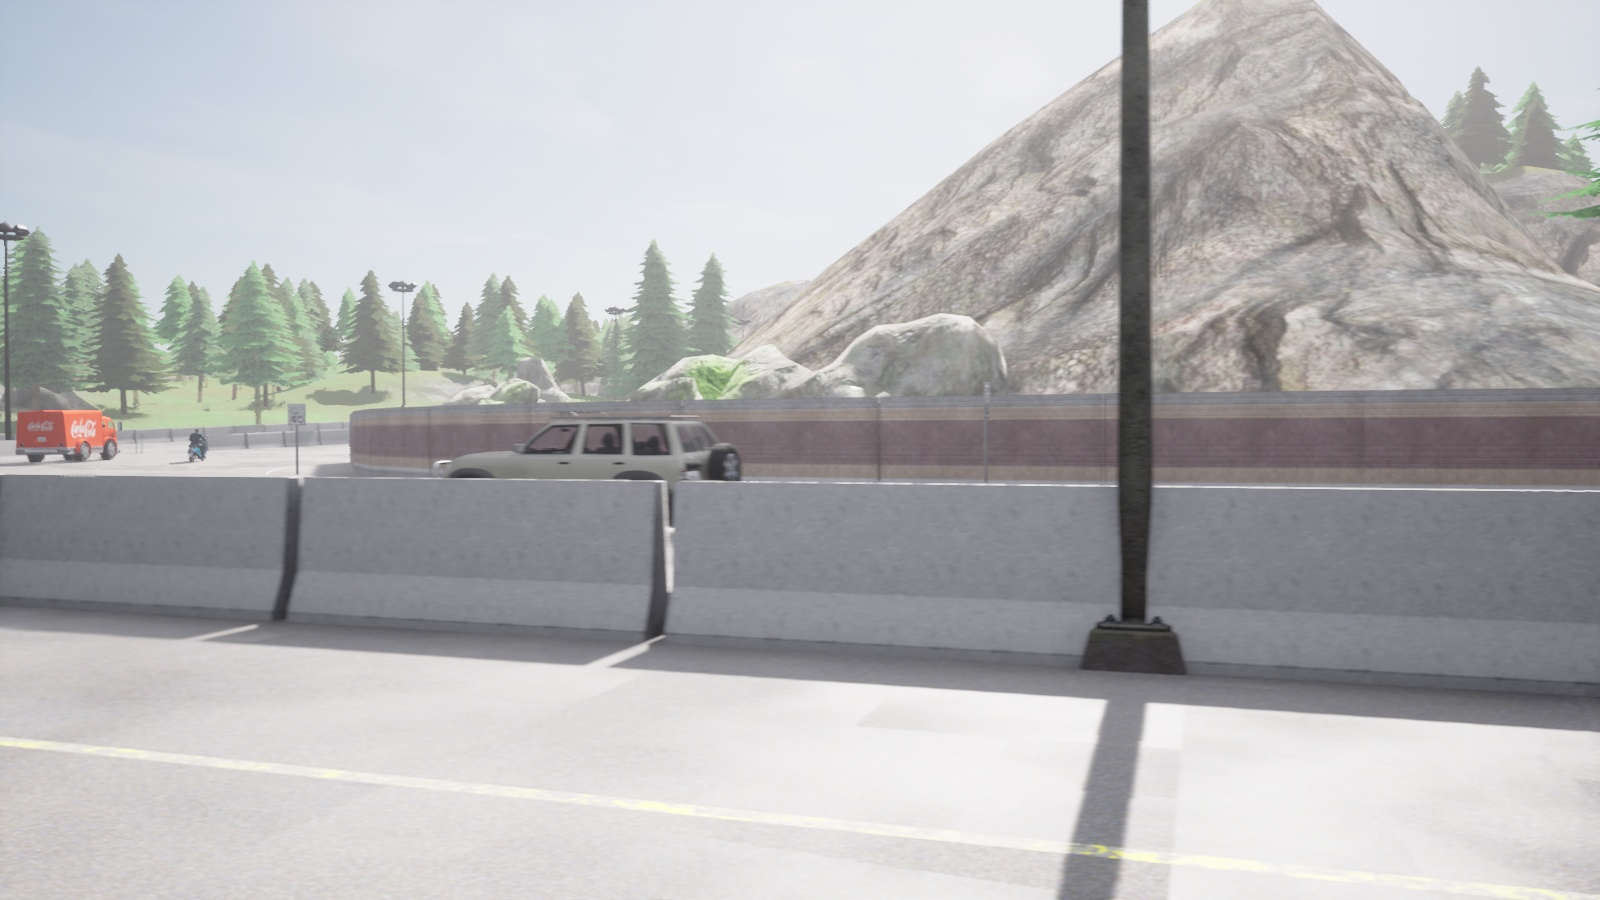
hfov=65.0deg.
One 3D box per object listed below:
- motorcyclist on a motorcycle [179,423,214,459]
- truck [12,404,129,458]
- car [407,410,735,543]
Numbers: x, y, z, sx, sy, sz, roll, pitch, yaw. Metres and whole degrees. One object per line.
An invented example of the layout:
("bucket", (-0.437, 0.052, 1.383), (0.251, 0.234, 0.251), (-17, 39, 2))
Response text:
("motorcyclist on a motorcycle", (-27.900, -0.428, 58.097), (0.866, 1.590, 1.817), (1, 2, -5))
("truck", (-35.060, -0.942, 60.571), (2.627, 2.467, 5.204), (0, 2, -1))
("car", (-3.496, 0.322, 19.239), (4.605, 1.855, 1.932), (1, 1, 21))
